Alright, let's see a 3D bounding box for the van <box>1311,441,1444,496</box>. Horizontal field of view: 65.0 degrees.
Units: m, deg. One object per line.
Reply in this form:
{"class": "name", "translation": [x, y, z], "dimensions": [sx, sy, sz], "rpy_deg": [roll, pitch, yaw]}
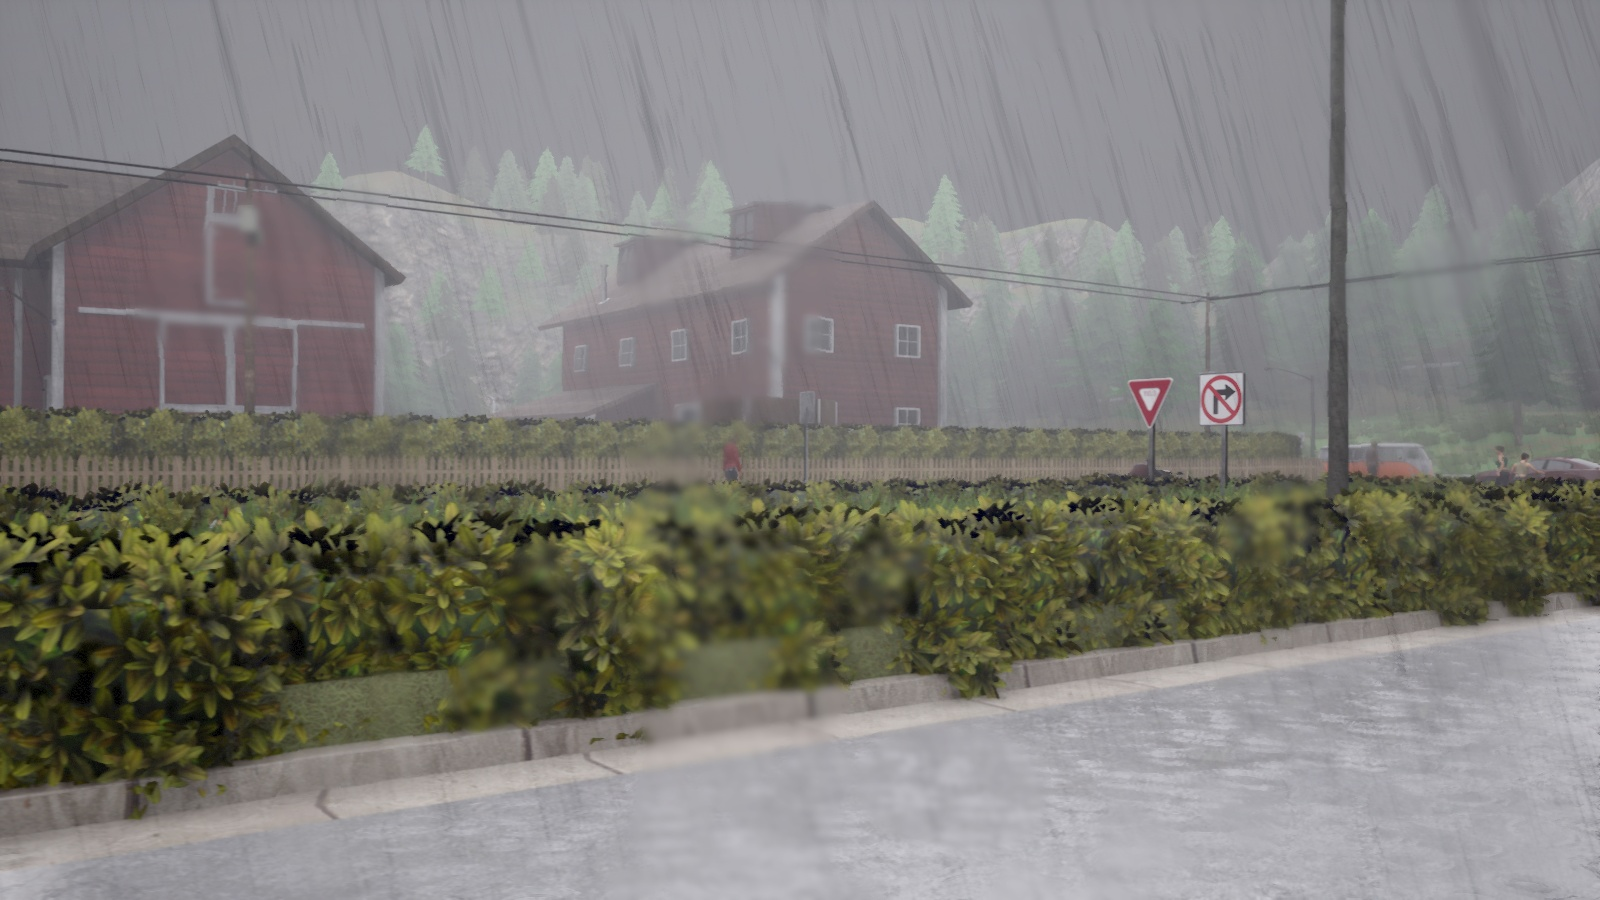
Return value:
{"class": "van", "translation": [21.983, 0.670, 47.971], "dimensions": [1.775, 1.987, 4.442], "rpy_deg": [0, 0, -28]}

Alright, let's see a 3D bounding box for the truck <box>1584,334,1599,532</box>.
{"class": "truck", "translation": [17.286, -0.348, 20.660], "dimensions": [2.891, 3.827, 8.468], "rpy_deg": [0, 0, -5]}

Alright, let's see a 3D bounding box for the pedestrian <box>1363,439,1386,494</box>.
{"class": "pedestrian", "translation": [19.409, 0.552, 42.400], "dimensions": [0.634, 1.846, 0.331], "rpy_deg": [0, 0, -10]}

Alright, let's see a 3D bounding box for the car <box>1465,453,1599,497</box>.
{"class": "car", "translation": [27.585, 0.887, 46.440], "dimensions": [1.882, 1.535, 5.008], "rpy_deg": [0, 0, -35]}

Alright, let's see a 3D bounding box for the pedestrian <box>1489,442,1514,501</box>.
{"class": "pedestrian", "translation": [22.130, 0.671, 39.605], "dimensions": [0.345, 1.836, 0.594], "rpy_deg": [0, 0, -28]}

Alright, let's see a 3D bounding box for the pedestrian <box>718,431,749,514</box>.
{"class": "pedestrian", "translation": [-1.514, 0.507, 28.577], "dimensions": [0.636, 1.846, 0.331], "rpy_deg": [0, 0, -34]}
